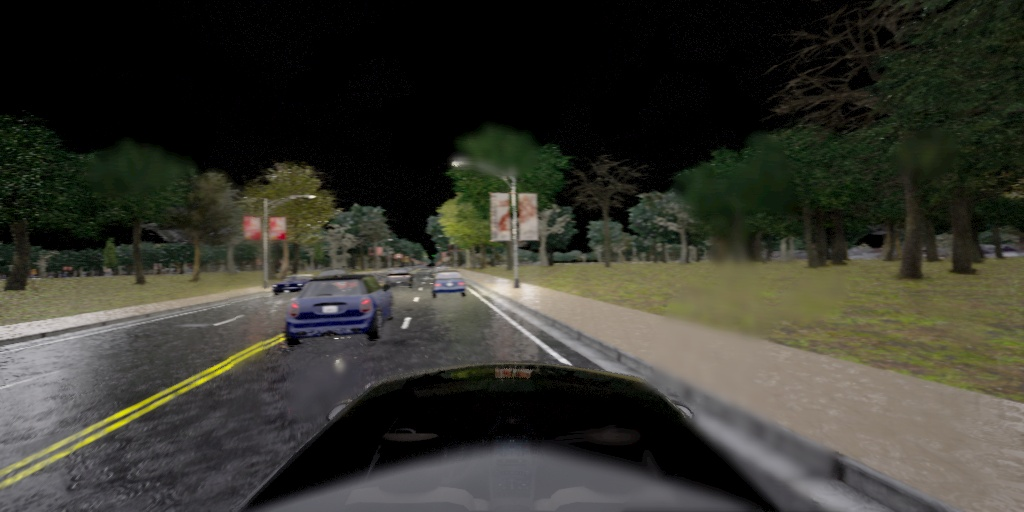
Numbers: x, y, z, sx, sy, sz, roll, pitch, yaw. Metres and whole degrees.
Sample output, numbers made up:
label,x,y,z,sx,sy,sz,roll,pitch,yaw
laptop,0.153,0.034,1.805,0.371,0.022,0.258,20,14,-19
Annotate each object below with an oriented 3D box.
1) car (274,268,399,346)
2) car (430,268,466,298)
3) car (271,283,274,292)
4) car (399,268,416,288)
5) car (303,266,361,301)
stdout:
label,x,y,z,sx,sy,sz,roll,pitch,yaw
car,-4.746,1.303,10.531,2.097,1.767,4.553,-2,0,-12
car,-3.703,1.542,20.796,2.033,1.411,5.357,-2,0,-12
car,-14.774,1.971,24.918,1.895,1.301,4.718,-2,0,-12
car,-8.530,1.692,27.692,2.128,1.511,4.902,-2,-1,-12
car,-10.795,1.574,21.936,2.097,1.767,4.553,-2,0,-12
